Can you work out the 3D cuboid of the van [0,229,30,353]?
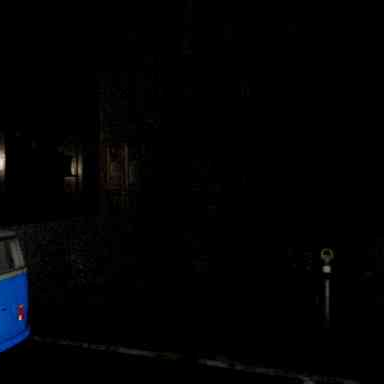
[{"bbox_3d":[-4.114,1.325,4.239,3.998,1.788,1.690,0,1,16],"label":"van"}]
